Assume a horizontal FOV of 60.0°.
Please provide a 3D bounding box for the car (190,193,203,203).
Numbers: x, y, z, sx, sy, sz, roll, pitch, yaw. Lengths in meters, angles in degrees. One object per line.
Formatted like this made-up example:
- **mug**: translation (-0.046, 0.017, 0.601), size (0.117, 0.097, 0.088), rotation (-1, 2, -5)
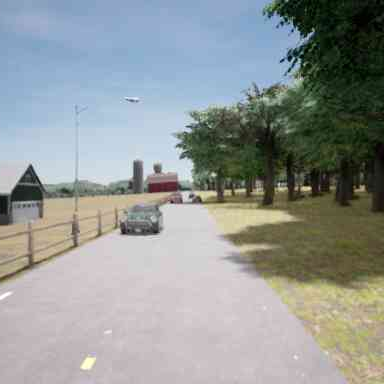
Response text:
- **car**: translation (0.986, 1.358, 63.110), size (1.812, 1.442, 4.674), rotation (0, 1, 0)

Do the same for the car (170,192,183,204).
- **car**: translation (-2.765, 1.093, 60.024), size (2.150, 2.045, 5.566), rotation (0, 1, 1)

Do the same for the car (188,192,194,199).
- **car**: translation (0.031, 1.013, 82.289), size (1.837, 1.490, 4.892), rotation (0, 1, 0)

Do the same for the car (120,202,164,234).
- **car**: translation (-2.840, 1.442, 19.714), size (2.097, 1.767, 4.553), rotation (0, 0, 0)
